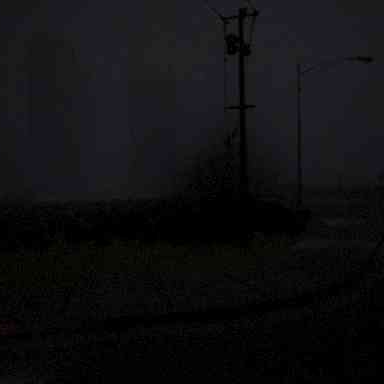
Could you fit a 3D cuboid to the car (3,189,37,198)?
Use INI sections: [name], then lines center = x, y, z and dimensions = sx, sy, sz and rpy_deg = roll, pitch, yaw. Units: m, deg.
[car]
center = -19.040, 0.477, 36.958
dimensions = 2.242, 1.667, 4.611
rpy_deg = -1, 2, -5
